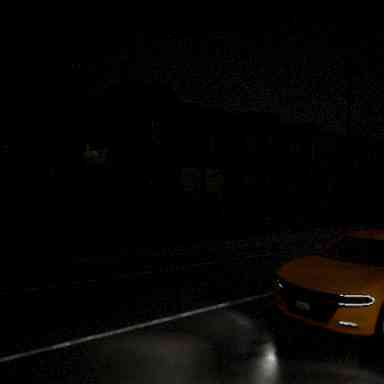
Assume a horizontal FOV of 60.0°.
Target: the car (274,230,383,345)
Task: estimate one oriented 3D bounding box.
[{"bbox_3d":[3.775,1.535,6.646,5.008,1.535,1.882,1,-1,-35],"label":"car"}]
